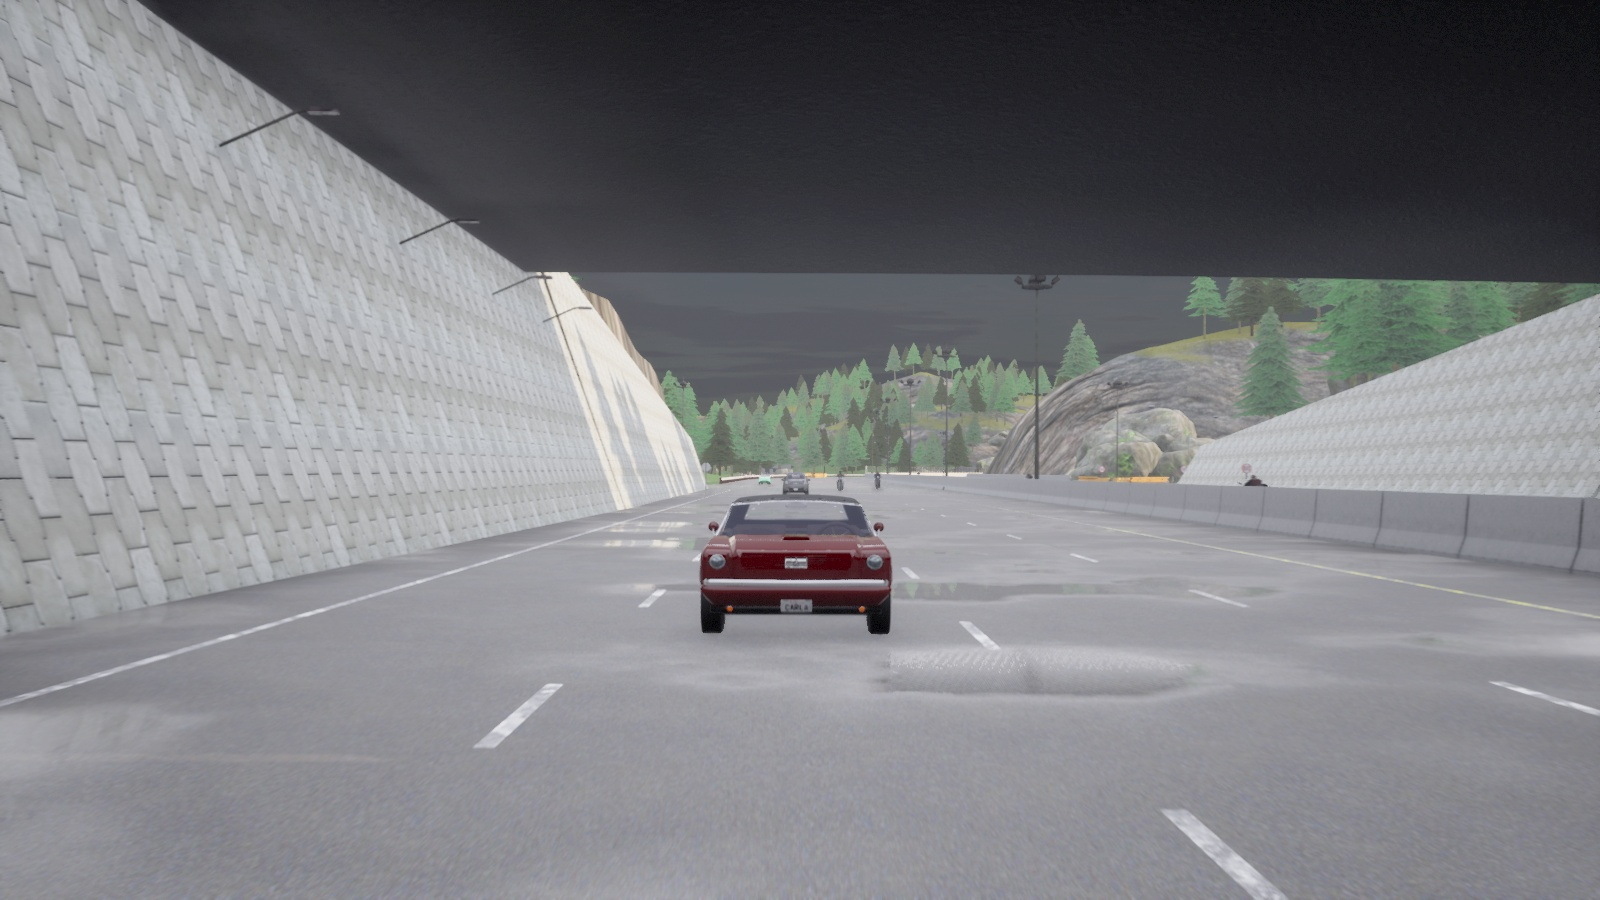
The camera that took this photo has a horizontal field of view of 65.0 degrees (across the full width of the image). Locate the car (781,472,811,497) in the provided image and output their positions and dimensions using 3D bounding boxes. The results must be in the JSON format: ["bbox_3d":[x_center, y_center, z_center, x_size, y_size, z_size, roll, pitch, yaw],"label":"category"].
[{"bbox_3d":[-0.246,2.143,78.470,1.845,1.501,3.633,0,-1,0],"label":"car"}]

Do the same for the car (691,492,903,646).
[{"bbox_3d":[-0.033,1.143,13.631,1.895,1.301,4.718,0,-1,0],"label":"car"}]
